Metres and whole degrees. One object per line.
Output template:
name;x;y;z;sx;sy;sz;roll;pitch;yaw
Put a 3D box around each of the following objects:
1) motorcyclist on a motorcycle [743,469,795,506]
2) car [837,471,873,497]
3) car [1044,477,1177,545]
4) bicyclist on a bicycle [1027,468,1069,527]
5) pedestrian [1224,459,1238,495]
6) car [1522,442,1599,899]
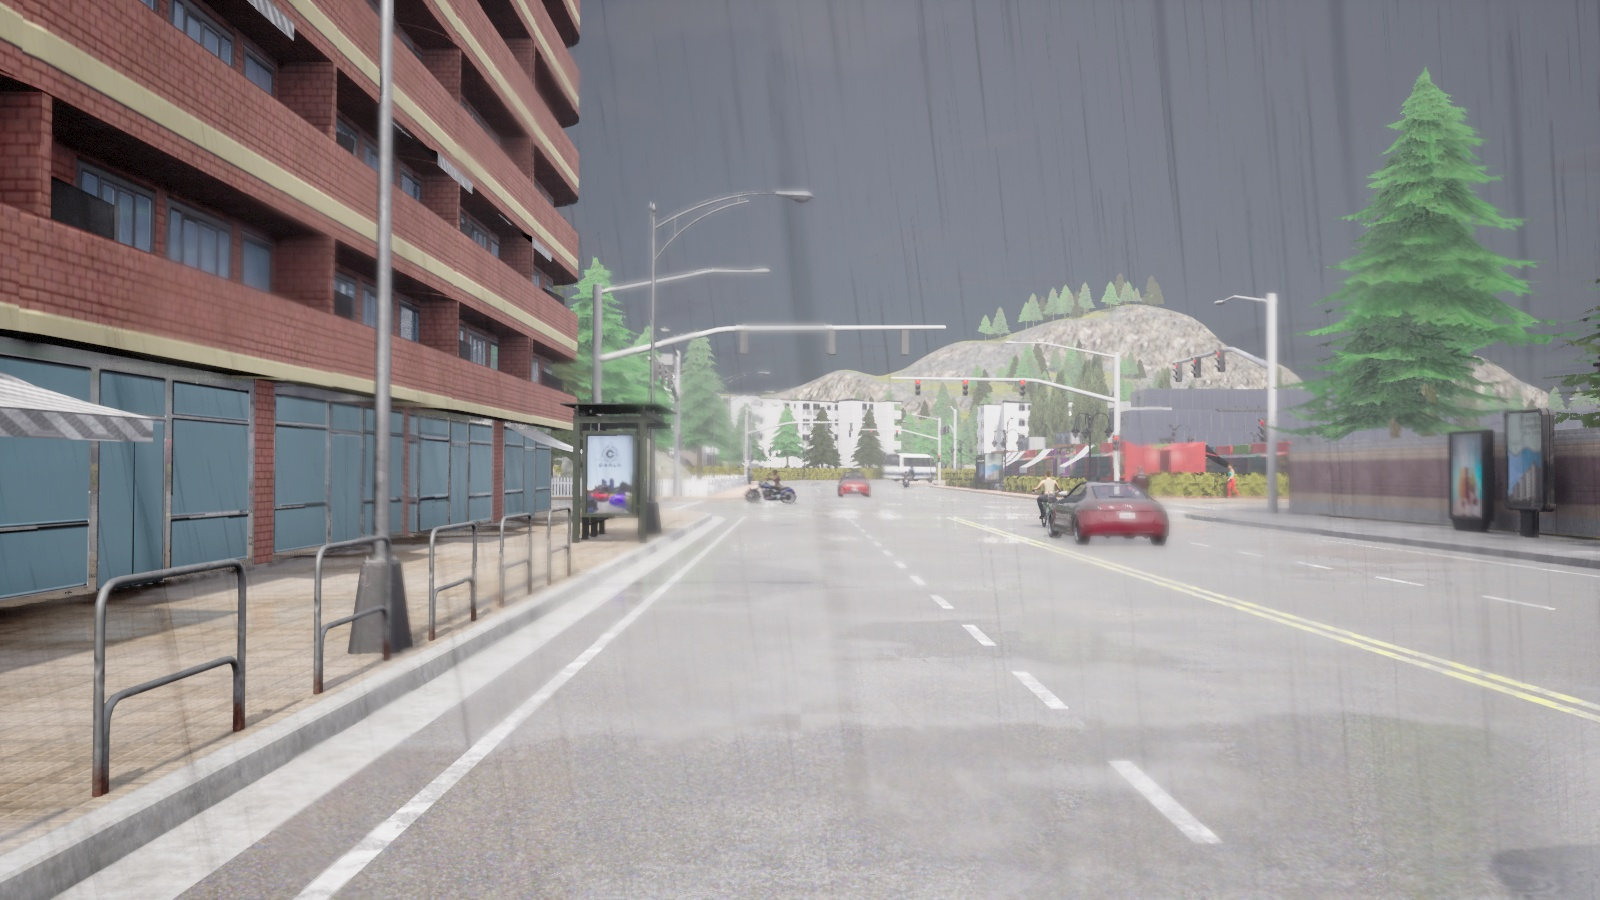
motorcyclist on a motorcycle;-1.408;1.711;57.550;2.350;1.649;0.766;0;-1;-1
car;3.301;2.030;76.449;2.007;1.525;4.514;0;-1;0
car;6.923;1.328;28.475;1.994;1.385;4.181;0;-1;0
bicyclist on a bicycle;6.904;1.310;34.999;0.866;1.612;1.509;0;-1;0
pedestrian;22.251;1.410;64.797;0.594;1.836;0.345;0;-1;2
car;3.494;0.762;1.855;2.033;1.649;4.856;0;-1;0
